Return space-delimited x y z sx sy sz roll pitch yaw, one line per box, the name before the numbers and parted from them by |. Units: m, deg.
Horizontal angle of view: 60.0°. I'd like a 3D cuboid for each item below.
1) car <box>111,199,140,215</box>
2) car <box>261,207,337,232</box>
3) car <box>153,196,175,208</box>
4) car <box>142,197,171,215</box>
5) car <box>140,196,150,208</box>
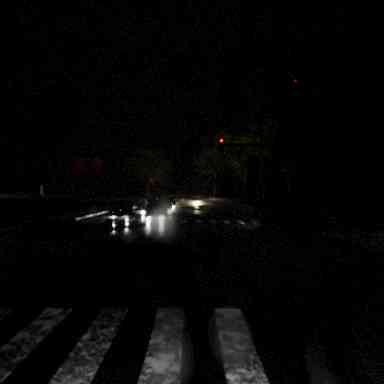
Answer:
car | -6.668 1.534 32.786 1.994 1.385 4.181 0 0 -1
car | 6.887 1.700 21.658 4.674 1.442 1.812 1 0 22
car | -3.541 1.431 42.979 1.882 1.535 5.008 0 0 -1
car | -3.411 1.532 32.673 1.994 1.385 4.181 0 0 0
car | -6.790 1.556 42.943 1.895 1.301 4.718 0 0 -1
